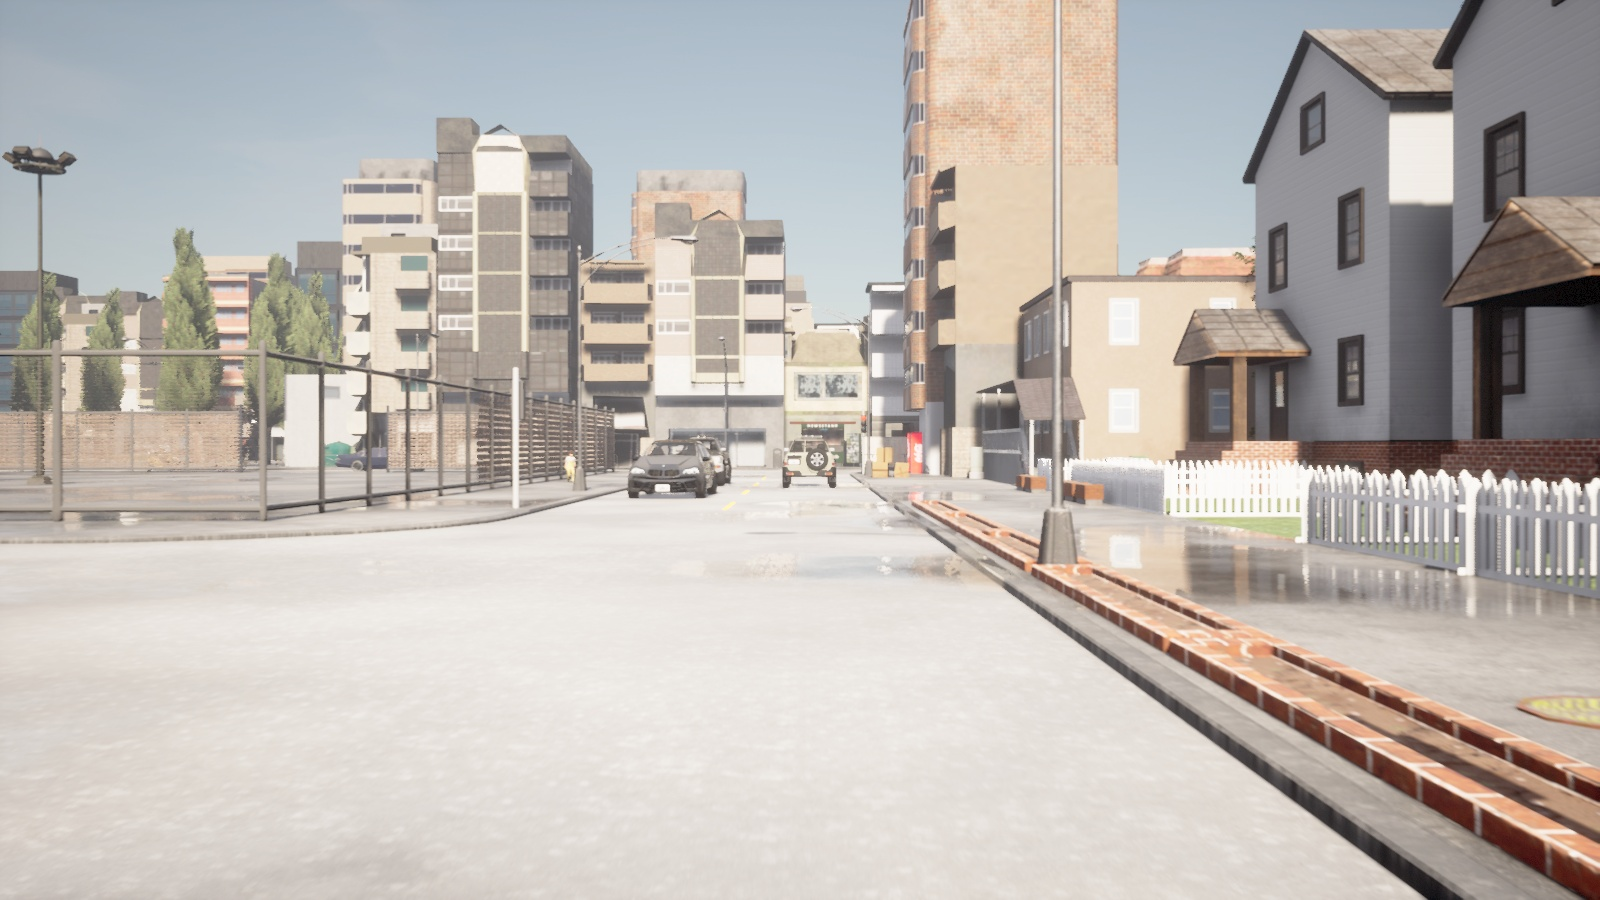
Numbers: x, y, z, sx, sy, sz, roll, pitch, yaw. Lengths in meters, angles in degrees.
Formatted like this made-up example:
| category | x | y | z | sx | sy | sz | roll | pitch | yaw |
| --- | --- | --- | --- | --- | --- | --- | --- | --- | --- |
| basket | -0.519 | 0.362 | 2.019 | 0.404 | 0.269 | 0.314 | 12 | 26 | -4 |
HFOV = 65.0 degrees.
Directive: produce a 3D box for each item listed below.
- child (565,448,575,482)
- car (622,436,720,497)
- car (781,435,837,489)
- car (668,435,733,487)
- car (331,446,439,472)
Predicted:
| category | x | y | z | sx | sy | sz | roll | pitch | yaw |
| --- | --- | --- | --- | --- | --- | --- | --- | --- | --- |
| child | -8.512 | 0.552 | 46.553 | 0.270 | 1.263 | 0.437 | 0 | 0 | -24 |
| car | -3.687 | 0.448 | 36.709 | 2.242 | 1.667 | 4.611 | 0 | 0 | 2 |
| car | 0.332 | 0.390 | 45.471 | 1.932 | 1.855 | 4.605 | 0 | 0 | 0 |
| car | -3.641 | 0.382 | 46.685 | 1.932 | 1.855 | 4.605 | 0 | 0 | 1 |
| car | -23.235 | 0.506 | 70.468 | 5.357 | 1.411 | 2.033 | 0 | 0 | 1 |
